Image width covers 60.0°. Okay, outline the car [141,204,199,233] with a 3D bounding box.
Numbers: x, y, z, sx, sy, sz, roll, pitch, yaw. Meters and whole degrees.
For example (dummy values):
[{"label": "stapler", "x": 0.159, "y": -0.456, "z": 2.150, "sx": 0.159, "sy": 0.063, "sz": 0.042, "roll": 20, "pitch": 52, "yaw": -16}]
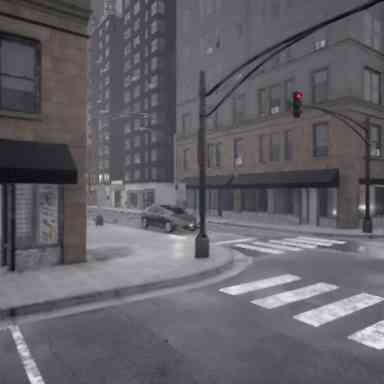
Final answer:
[{"label": "car", "x": -1.439, "y": 1.553, "z": 20.244, "sx": 1.837, "sy": 1.490, "sz": 4.892, "roll": 0, "pitch": 1, "yaw": -35}]
